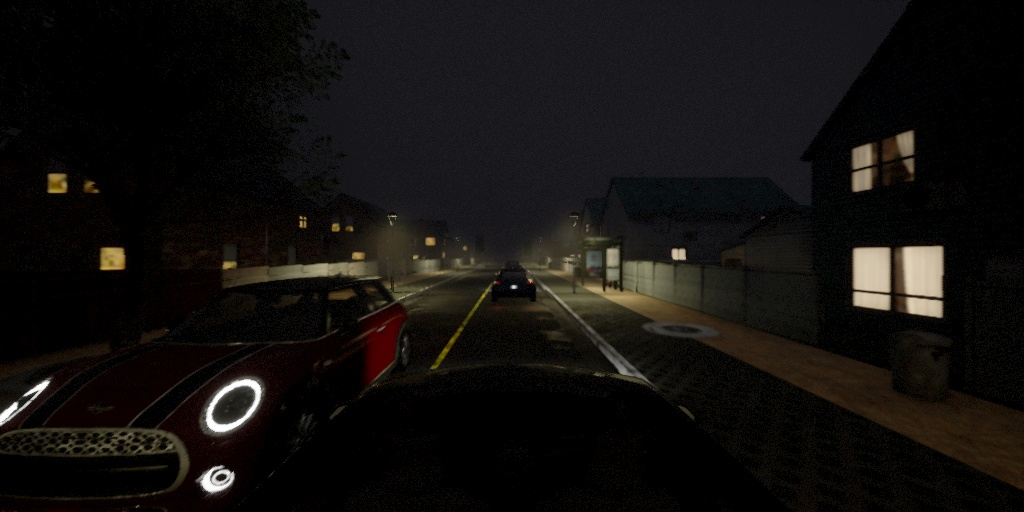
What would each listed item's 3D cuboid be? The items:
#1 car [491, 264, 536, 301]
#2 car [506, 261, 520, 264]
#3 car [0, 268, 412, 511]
[{"bbox_3d":[0.083,1.249,16.897,1.994,1.385,4.181,0,0,0],"label":"car"},{"bbox_3d":[0.089,1.176,36.120,2.033,1.411,5.357,0,0,0],"label":"car"},{"bbox_3d":[-2.842,1.090,4.529,2.097,1.767,4.553,0,0,0],"label":"car"}]
